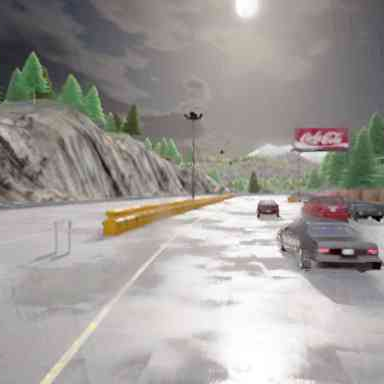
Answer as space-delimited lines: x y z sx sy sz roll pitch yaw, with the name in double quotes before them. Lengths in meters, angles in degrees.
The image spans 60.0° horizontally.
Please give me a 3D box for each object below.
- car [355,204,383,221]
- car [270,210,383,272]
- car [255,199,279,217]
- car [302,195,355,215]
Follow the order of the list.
"car" 13.176 1.577 26.085 1.895 1.301 4.718 0 0 10
"car" 4.081 1.532 10.781 2.033 1.411 5.357 0 0 4
"car" 6.832 1.418 30.242 1.882 1.535 5.008 0 0 10
"car" 9.115 1.191 23.096 2.150 2.045 5.566 0 0 9
